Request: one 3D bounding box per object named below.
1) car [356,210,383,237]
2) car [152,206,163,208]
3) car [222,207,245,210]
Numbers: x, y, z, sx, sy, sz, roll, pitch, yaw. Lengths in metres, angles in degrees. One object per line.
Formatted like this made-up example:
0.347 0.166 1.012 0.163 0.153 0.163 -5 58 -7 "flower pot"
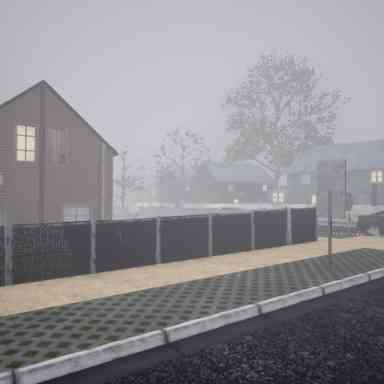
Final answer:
11.461 1.616 17.574 5.008 1.535 1.882 -3 -2 44 "car"
-3.717 2.325 37.857 1.994 1.385 4.181 1 -2 -35 "car"
3.614 1.976 27.484 1.812 1.442 4.674 1 -2 -35 "car"
